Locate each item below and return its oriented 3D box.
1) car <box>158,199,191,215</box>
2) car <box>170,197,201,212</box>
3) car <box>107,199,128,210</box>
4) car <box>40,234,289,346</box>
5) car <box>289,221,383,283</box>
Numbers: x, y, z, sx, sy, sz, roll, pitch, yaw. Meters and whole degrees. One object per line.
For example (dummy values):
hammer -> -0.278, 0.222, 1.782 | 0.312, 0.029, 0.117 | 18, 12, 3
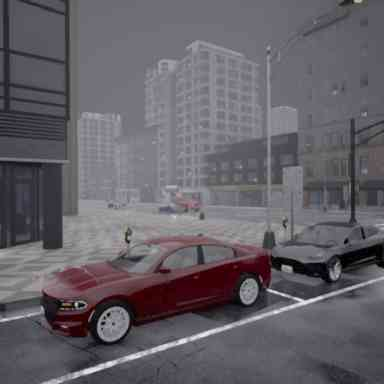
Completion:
car -> -2.570, 1.974, 40.967 | 1.812, 1.442, 4.674 | 0, 0, -35
car -> -1.060, 1.674, 44.457 | 2.150, 2.045, 5.566 | 0, 0, -35
car -> -12.330, 1.920, 54.913 | 2.097, 1.767, 4.553 | 0, 0, -35
car -> -0.437, 1.542, 6.341 | 4.507, 1.381, 1.887 | 0, 0, -36
car -> 4.158, 1.558, 9.619 | 4.313, 1.339, 1.947 | 0, 0, -36
